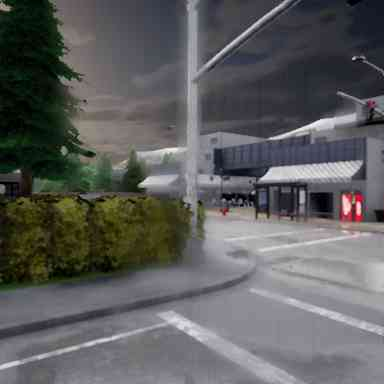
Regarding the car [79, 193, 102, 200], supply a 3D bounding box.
[{"bbox_3d":[-10.329,1.124,34.463,2.150,2.045,5.566,0,0,-35],"label":"car"}]
